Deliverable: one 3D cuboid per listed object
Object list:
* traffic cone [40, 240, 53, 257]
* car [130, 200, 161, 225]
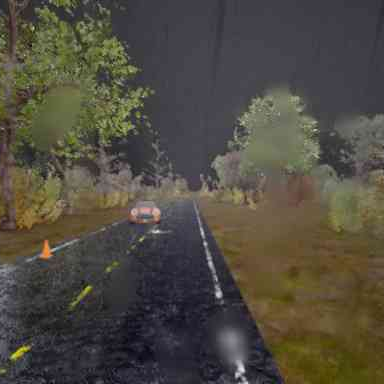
[{"bbox_3d":[-5.108,1.968,11.666,0.340,0.580,0.340,0,0,0],"label":"traffic cone"},{"bbox_3d":[-3.470,1.377,24.650,2.097,1.767,4.553,0,0,-9],"label":"car"}]
